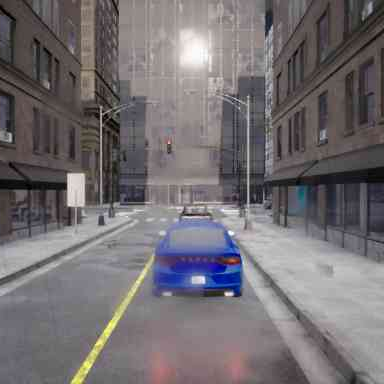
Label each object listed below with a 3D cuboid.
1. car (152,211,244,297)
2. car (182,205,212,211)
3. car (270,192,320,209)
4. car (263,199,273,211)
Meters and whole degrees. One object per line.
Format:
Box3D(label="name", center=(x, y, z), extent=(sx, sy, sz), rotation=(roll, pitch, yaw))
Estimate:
Box3D(label="car", center=(0.125, 1.473, 8.611), extent=(1.882, 1.535, 5.008), rotation=(0, 0, 0))
Box3D(label="car", center=(0.181, 1.480, 19.057), extent=(2.128, 1.511, 4.902), rotation=(0, 0, -1))
Box3D(label="car", center=(12.780, 1.057, 41.670), extent=(5.566, 2.045, 2.150), rotation=(0, 0, 0))
Box3D(label="car", center=(10.555, 1.222, 38.423), extent=(4.553, 1.767, 2.097), rotation=(0, 0, 0))
